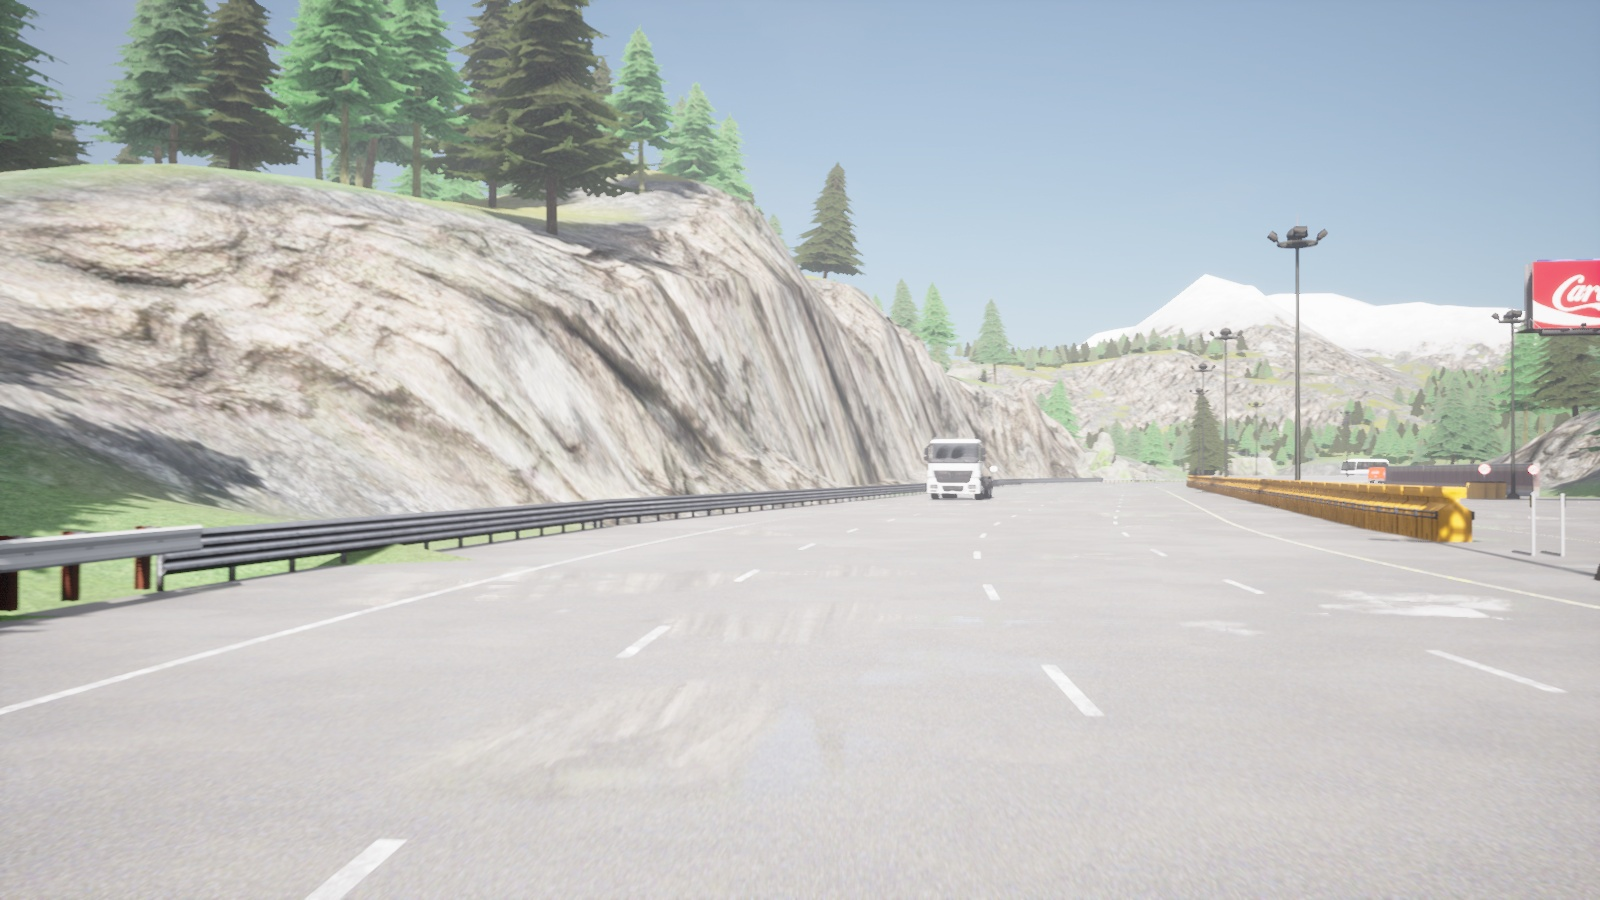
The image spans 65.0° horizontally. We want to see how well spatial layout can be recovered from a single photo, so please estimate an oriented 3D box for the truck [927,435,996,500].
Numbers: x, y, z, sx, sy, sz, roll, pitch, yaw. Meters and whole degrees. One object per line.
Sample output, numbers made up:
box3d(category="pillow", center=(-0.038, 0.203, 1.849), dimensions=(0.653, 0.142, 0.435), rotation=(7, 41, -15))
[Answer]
box3d(category="truck", center=(9.271, 0.995, 71.465), dimensions=(2.891, 3.462, 7.936), rotation=(0, -1, 15))
